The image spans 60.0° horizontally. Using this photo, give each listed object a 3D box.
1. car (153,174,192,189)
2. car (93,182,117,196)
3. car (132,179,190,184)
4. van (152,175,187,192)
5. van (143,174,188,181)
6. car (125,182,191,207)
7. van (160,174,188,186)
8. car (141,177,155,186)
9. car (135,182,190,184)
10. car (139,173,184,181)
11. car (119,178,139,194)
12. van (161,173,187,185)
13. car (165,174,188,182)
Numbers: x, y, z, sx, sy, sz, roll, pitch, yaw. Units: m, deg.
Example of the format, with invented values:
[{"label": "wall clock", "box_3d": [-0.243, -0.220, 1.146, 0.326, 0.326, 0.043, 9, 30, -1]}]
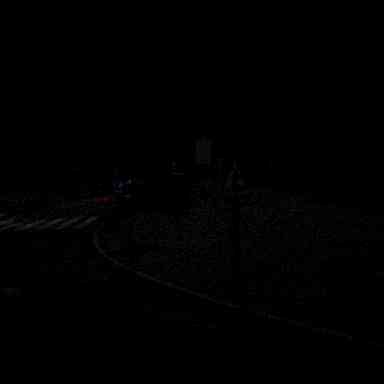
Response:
[{"label": "car", "box_3d": [-3.055, -1.700, 51.517, 5.566, 2.045, 2.435, -3, 4, -21]}, {"label": "car", "box_3d": [-11.052, -0.420, 41.923, 2.128, 1.511, 4.902, -2, 4, -1]}, {"label": "car", "box_3d": [-2.912, -0.113, 33.231, 5.366, 1.575, 1.946, -3, 5, -21]}, {"label": "van", "box_3d": [-3.075, -1.224, 45.385, 4.442, 1.987, 1.878, -3, 5, -21]}, {"label": "van", "box_3d": [-2.692, -0.572, 36.363, 4.442, 1.987, 1.878, -3, 4, -21]}, {"label": "car", "box_3d": [-2.636, 0.325, 27.227, 4.892, 1.521, 2.231, -3, 4, -21]}, {"label": "van", "box_3d": [-3.084, -2.122, 57.625, 4.442, 1.987, 1.878, -3, 4, -21]}, {"label": "car", "box_3d": [-8.279, -1.995, 62.804, 1.994, 1.385, 4.181, -2, 4, -1]}, {"label": "car", "box_3d": [-2.680, 0.143, 30.264, 4.674, 1.452, 2.002, -3, 5, -21]}, {"label": "car", "box_3d": [-2.881, -0.811, 39.339, 5.566, 2.045, 2.435, -3, 5, -21]}, {"label": "car", "box_3d": [-7.808, -0.600, 42.440, 1.882, 1.535, 5.008, -2, 4, -1]}, {"label": "van", "box_3d": [-3.410, -2.553, 63.608, 4.442, 1.987, 1.878, -3, 5, -21]}, {"label": "car", "box_3d": [-3.547, -3.215, 75.832, 4.892, 1.521, 2.231, -3, 4, -21]}]
